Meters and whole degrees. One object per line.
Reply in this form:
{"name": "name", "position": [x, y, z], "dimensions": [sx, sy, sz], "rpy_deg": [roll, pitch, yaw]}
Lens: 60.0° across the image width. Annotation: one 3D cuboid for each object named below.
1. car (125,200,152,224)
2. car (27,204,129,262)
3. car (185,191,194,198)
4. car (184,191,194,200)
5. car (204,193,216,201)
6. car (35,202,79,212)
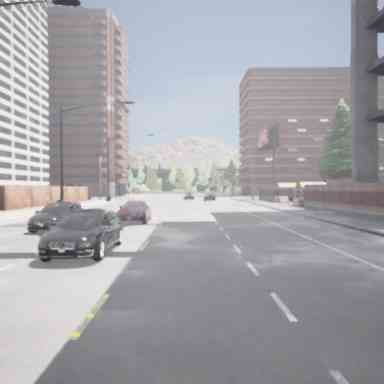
{"name": "car", "position": [-3.764, 1.280, 22.204], "dimensions": [1.812, 1.442, 4.674], "rpy_deg": [0, 1, 0]}
{"name": "car", "position": [-3.690, 1.384, 11.787], "dimensions": [1.837, 1.490, 4.892], "rpy_deg": [0, 1, -1]}
{"name": "car", "position": [-0.621, 0.546, 72.768], "dimensions": [1.882, 1.535, 5.008], "rpy_deg": [0, 1, 0]}
{"name": "car", "position": [-0.532, 0.853, 62.631], "dimensions": [1.895, 1.301, 4.718], "rpy_deg": [0, 1, 0]}
{"name": "car", "position": [3.020, 0.829, 56.555], "dimensions": [1.812, 1.442, 4.674], "rpy_deg": [0, 1, 0]}
{"name": "car", "position": [-7.242, 1.325, 18.359], "dimensions": [1.837, 1.490, 4.892], "rpy_deg": [0, 1, 0]}
